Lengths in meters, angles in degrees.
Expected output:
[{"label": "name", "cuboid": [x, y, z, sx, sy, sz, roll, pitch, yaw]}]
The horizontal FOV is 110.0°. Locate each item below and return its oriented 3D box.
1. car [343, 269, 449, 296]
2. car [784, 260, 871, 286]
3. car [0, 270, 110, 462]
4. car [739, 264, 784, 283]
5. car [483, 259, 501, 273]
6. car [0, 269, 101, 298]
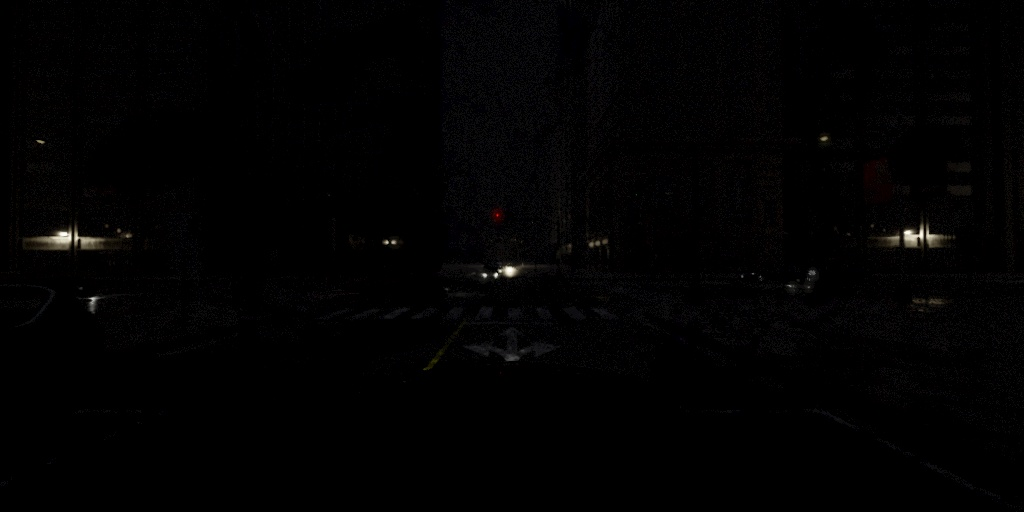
[{"label": "car", "cuboid": [-6.190, 1.413, 19.439, 5.357, 1.411, 2.033, 0, -1, 0]}, {"label": "car", "cuboid": [23.047, 1.211, 26.060, 4.553, 1.767, 2.097, 0, -1, 0]}, {"label": "car", "cuboid": [-5.857, 1.068, 2.221, 2.192, 1.841, 5.009, 0, 0, 0]}, {"label": "car", "cuboid": [21.282, 1.402, 29.308, 4.902, 1.511, 2.128, 0, -1, 0]}, {"label": "car", "cuboid": [-3.012, 1.505, 51.161, 2.097, 1.767, 4.553, 0, -1, 0]}, {"label": "car", "cuboid": [-25.695, 1.462, 19.439, 4.674, 1.442, 1.812, 0, -1, 0]}]
